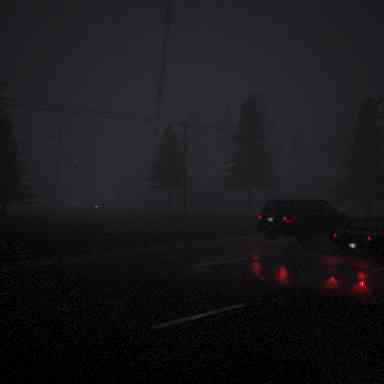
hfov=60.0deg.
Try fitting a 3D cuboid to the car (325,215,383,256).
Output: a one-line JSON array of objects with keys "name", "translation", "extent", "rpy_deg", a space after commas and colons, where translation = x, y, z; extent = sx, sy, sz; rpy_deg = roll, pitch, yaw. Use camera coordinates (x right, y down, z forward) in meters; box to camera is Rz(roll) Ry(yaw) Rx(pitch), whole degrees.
[{"name": "car", "translation": [7.825, 1.733, 13.750], "extent": [4.718, 1.301, 1.895], "rpy_deg": [1, 0, -35]}]

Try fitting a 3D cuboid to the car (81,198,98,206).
[{"name": "car", "translation": [-18.255, 1.724, 59.029], "extent": [2.033, 1.411, 5.357], "rpy_deg": [1, 0, -34]}]

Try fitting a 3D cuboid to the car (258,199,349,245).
[{"name": "car", "translation": [5.723, 1.348, 16.551], "extent": [5.566, 2.045, 2.150], "rpy_deg": [0, 0, -35]}]
